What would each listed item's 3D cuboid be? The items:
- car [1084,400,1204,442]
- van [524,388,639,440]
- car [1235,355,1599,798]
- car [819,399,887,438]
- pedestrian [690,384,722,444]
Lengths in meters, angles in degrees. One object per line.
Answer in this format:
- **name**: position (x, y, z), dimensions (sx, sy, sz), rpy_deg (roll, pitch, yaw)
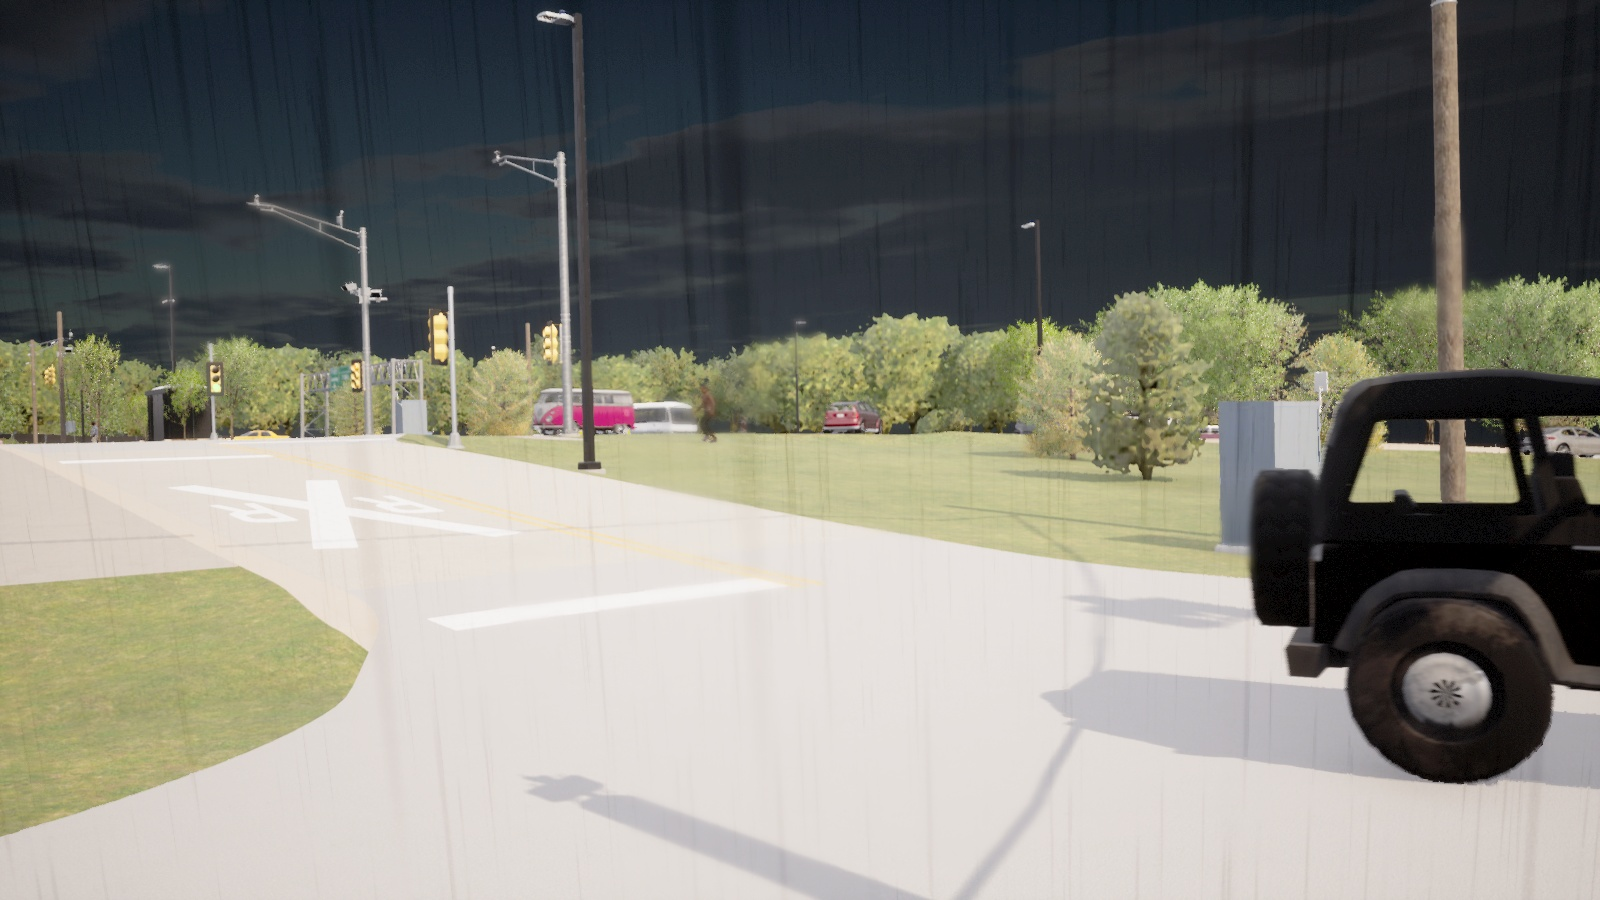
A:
- **car**: position (15.215, -1.261, 55.772), dimensions (4.611, 1.667, 2.242), rpy_deg (2, 0, -4)
- **van**: position (-8.893, -1.450, 51.461), dimensions (1.775, 1.987, 4.442), rpy_deg (-1, 0, 43)
- **car**: position (4.218, 0.530, 5.985), dimensions (3.866, 1.878, 1.905), rpy_deg (-1, 0, 25)
- **car**: position (2.365, -1.342, 54.731), dimensions (1.789, 1.549, 3.705), rpy_deg (-2, -1, 22)
- **pedestrian**: position (-2.883, -1.114, 38.665), dimensions (0.869, 1.805, 0.328), rpy_deg (-2, 1, -22)
